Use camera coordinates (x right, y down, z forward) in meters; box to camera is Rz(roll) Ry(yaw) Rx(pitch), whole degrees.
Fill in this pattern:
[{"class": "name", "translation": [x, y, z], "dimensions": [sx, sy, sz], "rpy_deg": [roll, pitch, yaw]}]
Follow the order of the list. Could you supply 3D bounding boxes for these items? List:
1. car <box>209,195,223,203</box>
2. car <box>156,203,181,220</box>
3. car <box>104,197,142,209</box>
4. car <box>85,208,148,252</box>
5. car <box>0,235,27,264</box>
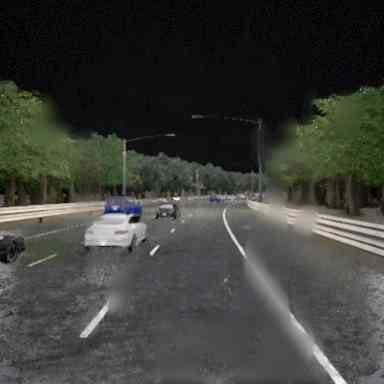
[{"class": "car", "translation": [5.907, 1.707, 86.097], "dimensions": [2.150, 2.045, 5.566], "rpy_deg": [0, 0, 12]}, {"class": "car", "translation": [-2.156, 1.745, 30.541], "dimensions": [1.812, 1.442, 4.674], "rpy_deg": [0, 0, 4]}, {"class": "car", "translation": [-5.817, 1.419, 28.648], "dimensions": [2.150, 2.045, 5.566], "rpy_deg": [0, 0, 4]}, {"class": "car", "translation": [-3.092, 1.619, 14.190], "dimensions": [1.812, 1.442, 4.674], "rpy_deg": [0, 0, 2]}, {"class": "car", "translation": [-6.762, 1.599, 9.161], "dimensions": [2.033, 1.411, 5.357], "rpy_deg": [0, 0, 2]}]
